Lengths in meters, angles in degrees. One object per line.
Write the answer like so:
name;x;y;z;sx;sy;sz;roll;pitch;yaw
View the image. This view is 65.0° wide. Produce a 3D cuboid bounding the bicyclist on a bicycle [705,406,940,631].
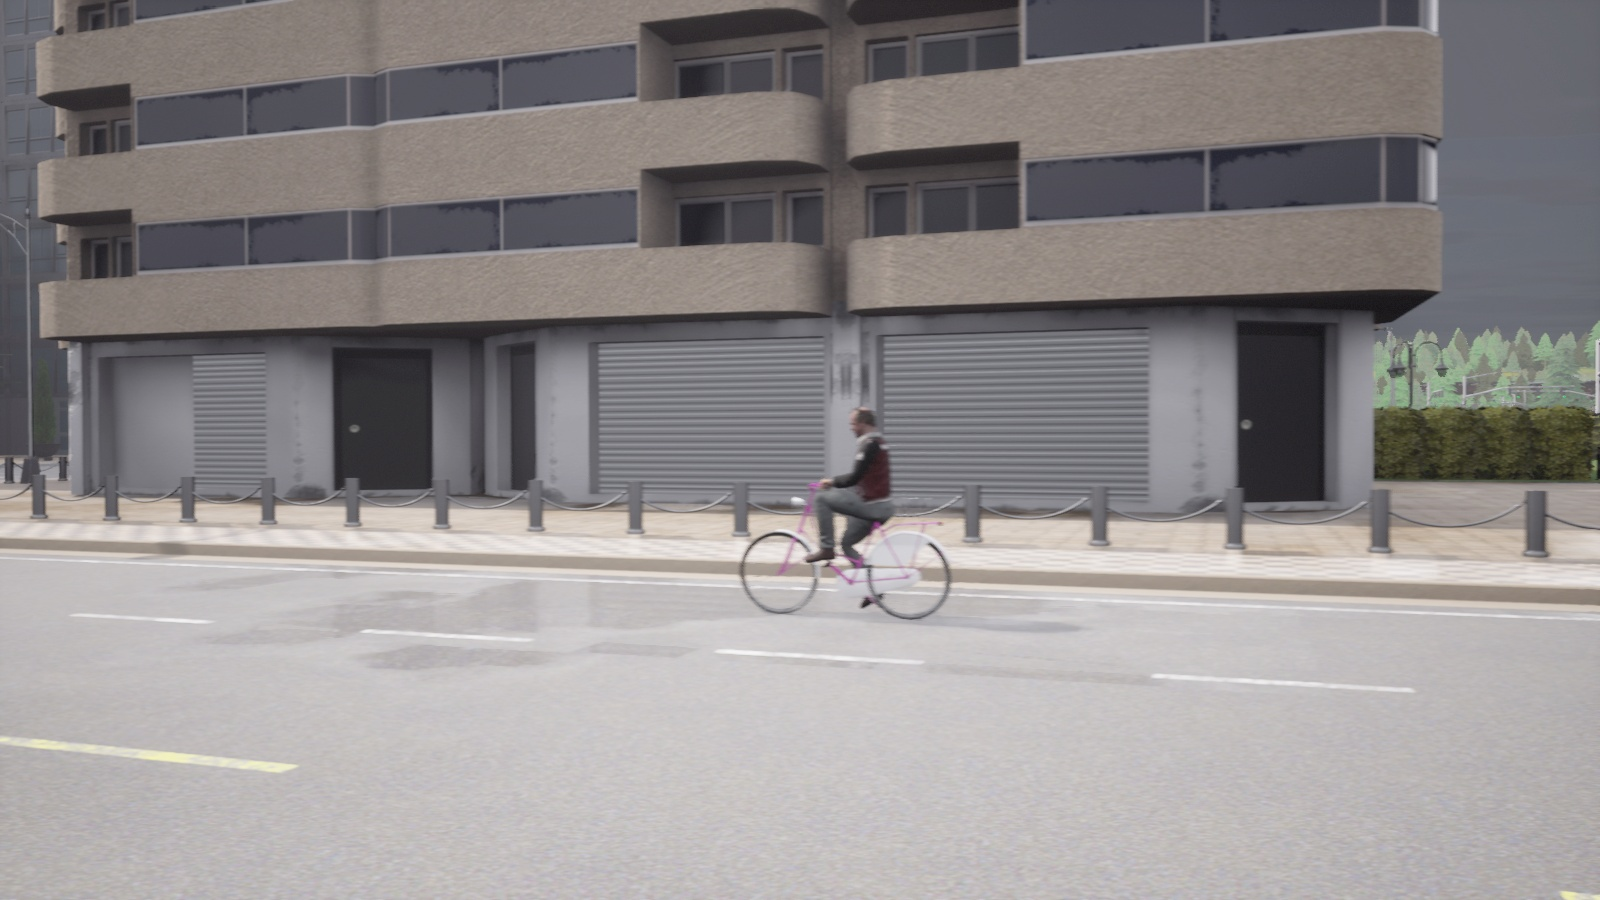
bicyclist on a bicycle;0.186;0.529;10.514;1.843;1.776;0.659;1;1;19
